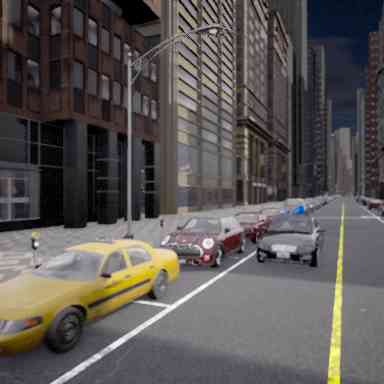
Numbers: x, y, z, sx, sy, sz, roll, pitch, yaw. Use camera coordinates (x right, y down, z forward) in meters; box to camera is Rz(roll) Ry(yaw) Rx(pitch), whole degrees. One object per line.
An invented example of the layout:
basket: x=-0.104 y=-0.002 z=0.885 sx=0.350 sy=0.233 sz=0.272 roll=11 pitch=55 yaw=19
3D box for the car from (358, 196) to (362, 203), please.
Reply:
car: x=36.284 y=2.030 z=69.227 sx=1.947 sy=1.339 sz=4.313 roll=0 pitch=0 yaw=25

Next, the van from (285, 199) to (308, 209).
van: x=9.861 y=1.569 z=32.028 sx=1.690 sy=1.788 sz=3.998 roll=0 pitch=0 yaw=25

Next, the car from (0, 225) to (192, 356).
car: x=-1.877 y=1.580 z=6.409 sx=1.752 sy=1.417 sz=4.829 roll=0 pitch=0 yaw=25

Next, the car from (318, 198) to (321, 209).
car: x=16.861 y=1.897 z=47.304 sx=1.947 sy=1.339 sz=4.313 roll=0 pitch=0 yaw=25

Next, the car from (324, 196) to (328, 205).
car: x=23.862 y=1.750 z=62.583 sx=2.192 sy=1.841 sz=5.009 roll=0 pitch=0 yaw=25

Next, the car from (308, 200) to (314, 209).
car: x=12.194 y=1.844 z=37.119 sx=1.802 sy=1.307 sz=4.206 roll=0 pitch=0 yaw=25

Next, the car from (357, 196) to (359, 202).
car: x=38.618 y=2.051 z=74.319 sx=2.008 sy=1.369 sz=4.403 roll=0 pitch=0 yaw=25

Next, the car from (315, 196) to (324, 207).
car: x=19.195 y=1.806 z=52.397 sx=1.967 sy=1.590 sz=4.097 roll=0 pitch=0 yaw=25

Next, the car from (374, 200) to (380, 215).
car: x=19.949 y=1.659 z=33.578 sx=1.967 sy=1.590 sz=4.097 roll=0 pitch=0 yaw=25

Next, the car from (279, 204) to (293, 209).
car: x=5.194 y=1.704 z=21.842 sx=1.887 sy=1.381 sz=4.507 roll=0 pitch=0 yaw=25

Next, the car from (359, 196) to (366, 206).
car: x=33.951 y=1.994 z=64.134 sx=1.947 sy=1.339 sz=4.313 roll=0 pitch=0 yaw=25

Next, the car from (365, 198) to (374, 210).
car: x=26.950 y=1.868 z=48.855 sx=1.887 sy=1.381 sz=4.507 roll=0 pitch=0 yaw=25

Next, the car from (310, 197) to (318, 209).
car: x=14.528 y=1.737 z=42.212 sx=1.967 sy=1.590 sz=4.097 roll=0 pitch=0 yaw=25

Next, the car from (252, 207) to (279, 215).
car: x=2.860 y=1.669 z=16.749 sx=1.887 sy=1.381 sz=4.507 roll=0 pitch=0 yaw=25

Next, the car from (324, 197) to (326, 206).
car: x=21.528 y=1.966 z=57.488 sx=1.947 sy=1.339 sz=4.313 roll=0 pitch=0 yaw=25

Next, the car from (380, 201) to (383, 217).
car: x=17.616 y=1.730 z=28.485 sx=1.887 sy=1.381 sz=4.507 roll=0 pitch=0 yaw=25

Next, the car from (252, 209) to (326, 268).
car: x=3.659 y=1.577 z=11.865 sx=2.128 sy=1.511 sz=4.902 roll=0 pitch=0 yaw=25

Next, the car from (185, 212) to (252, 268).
car: x=0.527 y=1.530 z=11.657 sx=1.967 sy=1.590 sz=4.097 roll=0 pitch=0 yaw=25

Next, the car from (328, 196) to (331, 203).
car: x=28.529 y=1.821 z=72.768 sx=2.192 sy=1.841 sz=5.009 roll=0 pitch=0 yaw=25
